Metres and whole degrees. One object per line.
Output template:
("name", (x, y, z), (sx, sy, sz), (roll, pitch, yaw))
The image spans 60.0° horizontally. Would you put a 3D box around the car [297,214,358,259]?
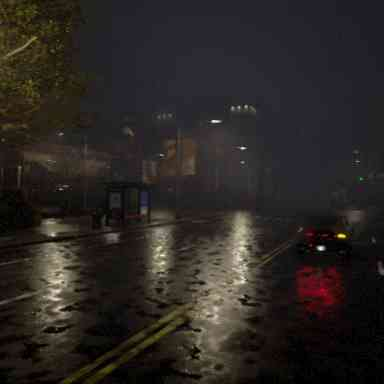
("car", (5.458, 1.631, 13.325), (1.837, 1.490, 4.892), (0, 0, 28))
